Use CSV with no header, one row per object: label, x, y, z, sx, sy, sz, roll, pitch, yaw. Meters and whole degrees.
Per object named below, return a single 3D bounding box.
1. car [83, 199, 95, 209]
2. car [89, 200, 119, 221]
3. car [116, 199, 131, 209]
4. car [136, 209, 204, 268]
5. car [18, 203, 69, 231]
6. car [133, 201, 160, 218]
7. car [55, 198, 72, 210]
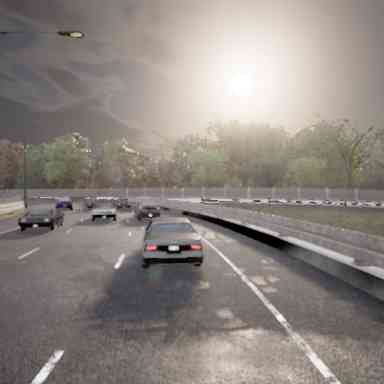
car,-13.584,1.655,45.156,1.895,1.301,4.718,0,0,-24
car,-7.381,1.631,27.970,1.895,1.301,4.718,0,0,-15
car,-9.647,1.641,44.910,1.895,1.301,4.718,0,0,-24
car,-0.759,1.552,11.394,2.033,1.411,5.357,0,0,-6
car,-9.311,1.637,21.003,1.895,1.301,4.718,0,0,-12
car,-3.838,1.524,28.115,1.837,1.490,4.892,0,1,-15
car,-17.085,1.544,44.347,1.882,1.535,5.008,0,0,-24
